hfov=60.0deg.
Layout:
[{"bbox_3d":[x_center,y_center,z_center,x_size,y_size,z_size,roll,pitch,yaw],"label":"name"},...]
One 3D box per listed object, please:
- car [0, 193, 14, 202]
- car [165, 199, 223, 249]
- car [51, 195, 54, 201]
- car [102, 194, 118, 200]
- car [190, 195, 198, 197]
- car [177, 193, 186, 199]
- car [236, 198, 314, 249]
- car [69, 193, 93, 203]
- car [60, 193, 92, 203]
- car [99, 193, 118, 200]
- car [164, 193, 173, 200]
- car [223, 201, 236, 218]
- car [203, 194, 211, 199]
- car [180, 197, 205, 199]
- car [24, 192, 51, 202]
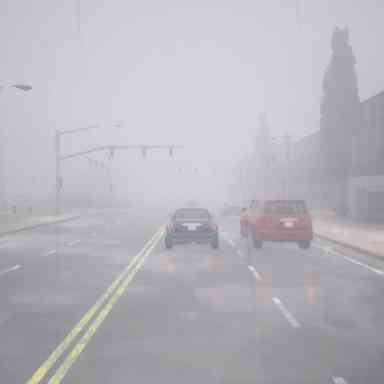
[{"bbox_3d":[-38.874,1.393,66.995,3.806,1.475,1.970,0,0,0],"label":"car"},{"bbox_3d":[0.000,1.364,14.620,2.097,1.767,4.553,0,0,0],"label":"car"},{"bbox_3d":[-38.886,1.361,86.789,3.905,1.438,1.784,0,0,0],"label":"car"},{"bbox_3d":[-21.419,1.393,86.796,3.806,1.475,1.970,0,0,0],"label":"car"},{"bbox_3d":[0.488,1.416,87.119,1.882,1.535,5.008,0,0,2],"label":"car"},{"bbox_3d":[-2.886,1.185,91.945,2.150,2.045,5.566,0,0,2],"label":"car"},{"bbox_3d":[3.500,1.256,14.680,2.150,2.045,5.566,0,0,0],"label":"car"},{"bbox_3d":[-21.409,1.154,64.277,3.866,1.878,1.905,0,0,0],"label":"car"},{"bbox_3d":[-21.466,1.151,61.383,4.605,1.855,1.932,0,0,0],"label":"car"},{"bbox_3d":[-21.432,1.154,83.901,3.866,1.878,1.905,0,0,0],"label":"car"},{"bbox_3d":[-6.384,1.185,92.037,2.150,2.045,5.566,0,0,2],"label":"car"},{"bbox_3d":[3.482,1.531,29.694,1.812,1.442,4.674,0,0,0],"label":"car"},{"bbox_3d":[3.979,1.455,86.707,2.128,1.511,4.902,0,0,2],"label":"car"},{"bbox_3d":[-0.018,1.515,29.665,1.837,1.490,4.892,0,0,0],"label":"car"},{"bbox_3d":[-38.953,1.151,83.893,4.605,1.855,1.932,0,0,0],"label":"car"}]
